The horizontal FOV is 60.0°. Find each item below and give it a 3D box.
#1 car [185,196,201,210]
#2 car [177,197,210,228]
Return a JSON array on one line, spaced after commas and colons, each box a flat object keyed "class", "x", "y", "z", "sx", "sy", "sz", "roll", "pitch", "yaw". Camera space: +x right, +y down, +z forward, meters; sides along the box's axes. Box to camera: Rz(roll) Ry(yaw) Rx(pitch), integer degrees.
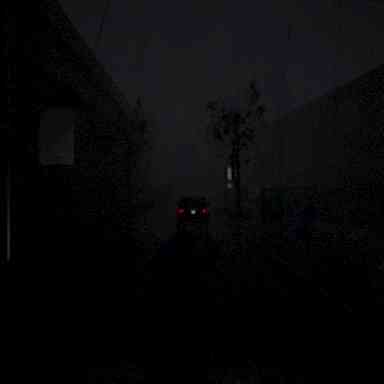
[{"class": "car", "x": 0.097, "y": 1.319, "z": 42.006, "sx": 1.882, "sy": 1.535, "sz": 5.008, "roll": 0, "pitch": 1, "yaw": 0}, {"class": "car", "x": 0.086, "y": 1.335, "z": 23.619, "sx": 2.150, "sy": 2.045, "sz": 5.566, "roll": 0, "pitch": 0, "yaw": 0}]
